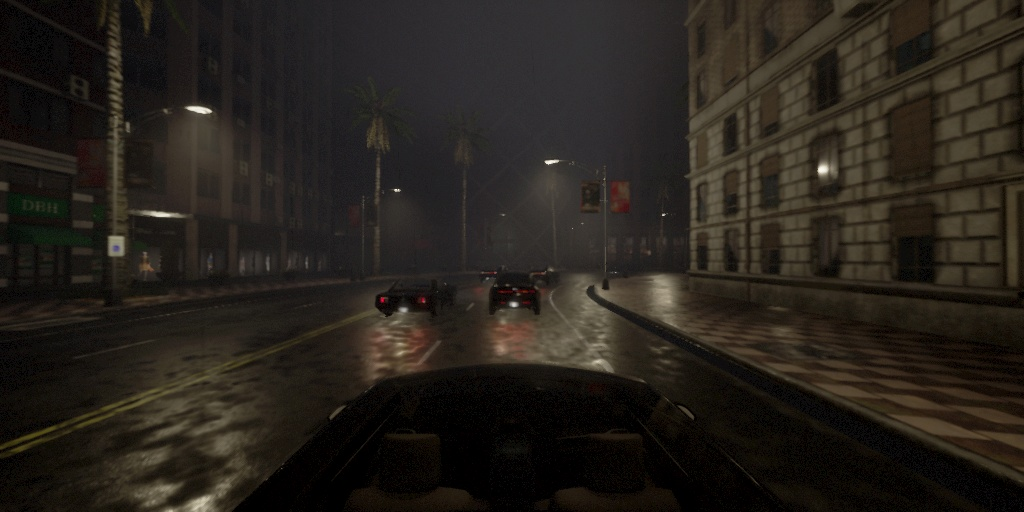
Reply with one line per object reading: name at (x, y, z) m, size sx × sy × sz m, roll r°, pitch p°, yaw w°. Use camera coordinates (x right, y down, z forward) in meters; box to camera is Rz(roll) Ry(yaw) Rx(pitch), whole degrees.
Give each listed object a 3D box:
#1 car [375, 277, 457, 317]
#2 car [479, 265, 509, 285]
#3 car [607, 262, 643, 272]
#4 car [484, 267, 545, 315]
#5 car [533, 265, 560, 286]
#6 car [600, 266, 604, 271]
car at (-3.363, 1.452, 13.628) m, size 1.895 × 1.301 × 4.718 m, roll 0°, pitch 0°, yaw 2°
car at (-0.967, 1.471, 28.518) m, size 2.128 × 1.511 × 4.902 m, roll 0°, pitch 0°, yaw 19°
car at (17.504, 1.753, 54.925) m, size 5.357 × 1.411 × 2.033 m, roll 0°, pitch -1°, yaw -24°
car at (0.161, 1.363, 14.248) m, size 1.837 × 1.490 × 4.892 m, roll 0°, pitch 0°, yaw 2°
car at (2.455, 1.464, 27.744) m, size 2.128 × 1.511 × 4.902 m, roll 0°, pitch 0°, yaw 20°
car at (16.548, 1.759, 58.193) m, size 4.674 × 1.442 × 1.812 m, roll 0°, pitch -1°, yaw -23°
